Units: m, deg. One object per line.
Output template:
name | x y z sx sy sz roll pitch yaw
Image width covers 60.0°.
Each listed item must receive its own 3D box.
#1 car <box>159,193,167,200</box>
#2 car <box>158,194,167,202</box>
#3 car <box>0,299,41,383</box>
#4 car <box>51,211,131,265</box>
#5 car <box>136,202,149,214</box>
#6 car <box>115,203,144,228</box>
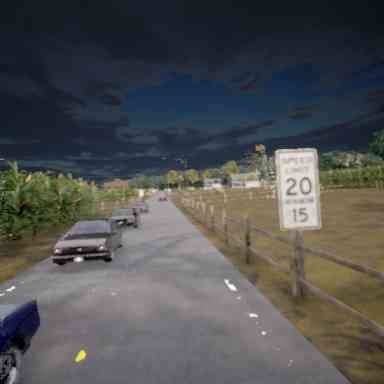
car | -7.733 1.196 87.593 1.882 1.535 5.008 -3 0 -5
car | -6.809 1.471 77.552 1.812 1.442 4.674 -3 0 -5
car | -2.913 1.759 2.403 1.895 1.301 4.718 -3 0 -4
car | -3.834 1.761 13.142 2.033 1.411 5.357 -3 0 -5
car | -6.085 1.852 39.191 1.994 1.385 4.181 -3 0 -5
car | -4.770 1.813 23.604 1.994 1.385 4.181 -3 0 -5
